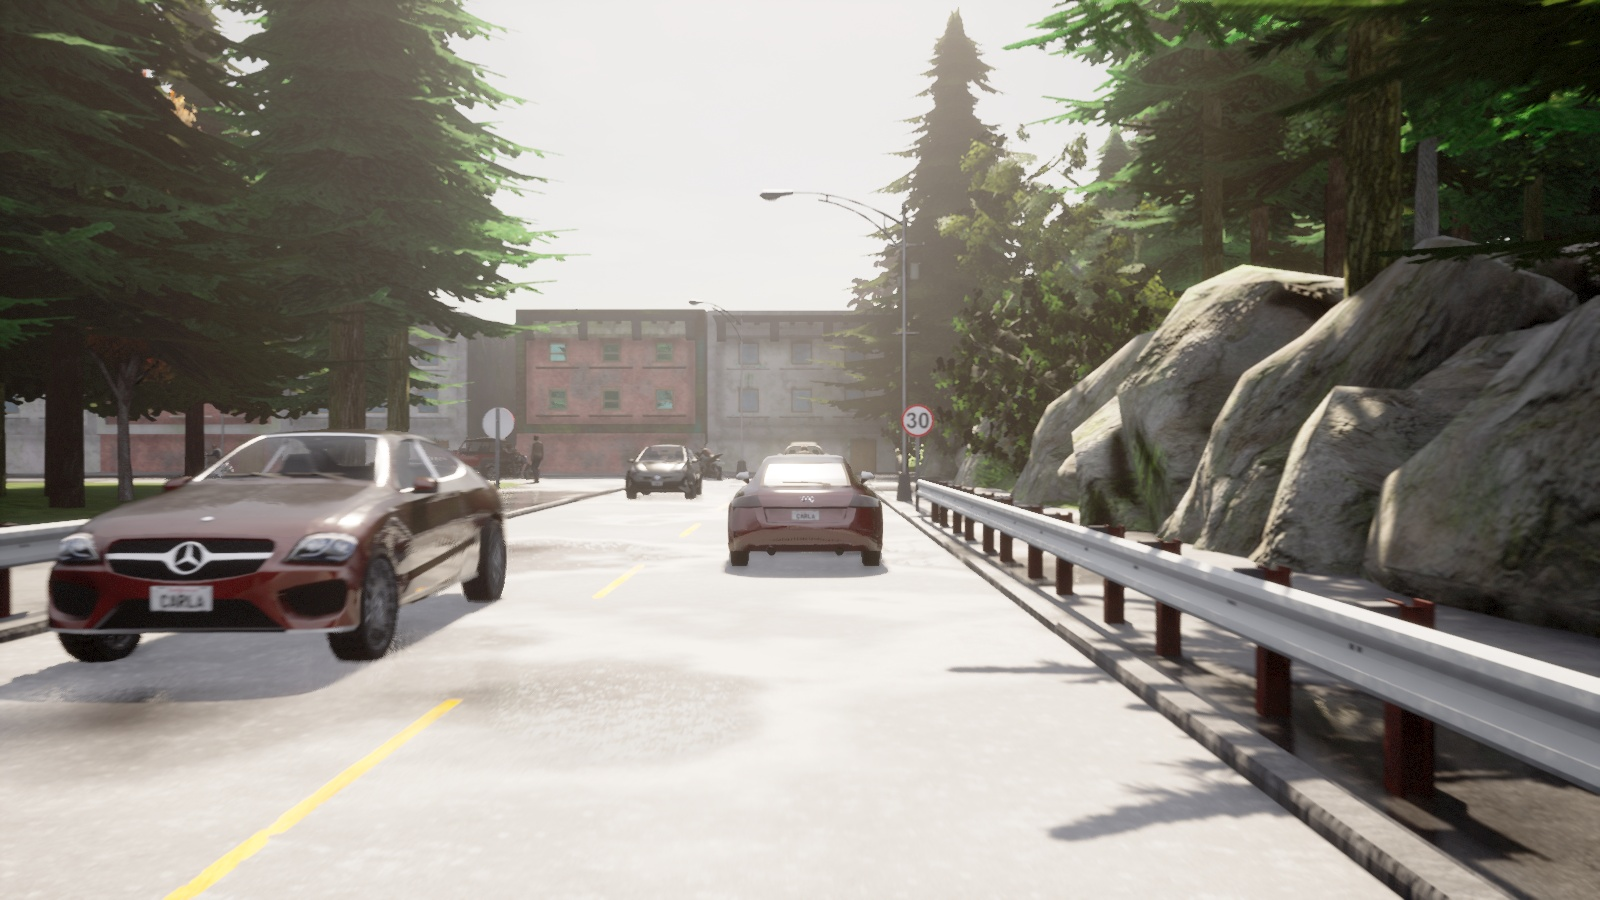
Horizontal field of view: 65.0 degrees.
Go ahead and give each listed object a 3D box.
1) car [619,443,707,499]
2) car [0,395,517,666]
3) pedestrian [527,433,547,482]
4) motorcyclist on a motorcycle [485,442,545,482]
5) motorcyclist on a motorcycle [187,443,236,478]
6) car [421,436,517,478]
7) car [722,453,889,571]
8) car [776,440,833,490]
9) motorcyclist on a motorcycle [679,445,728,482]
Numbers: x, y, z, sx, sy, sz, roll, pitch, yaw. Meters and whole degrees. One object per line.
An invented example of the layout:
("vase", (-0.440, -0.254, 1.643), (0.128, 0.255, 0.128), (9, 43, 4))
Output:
("car", (-3.863, 0.553, 36.121), (2.007, 1.525, 4.514), (0, 0, 0))
("car", (-3.948, 0.484, 10.194), (2.152, 1.651, 5.027), (0, 0, 0))
("pedestrian", (-9.792, 0.271, 46.713), (0.328, 1.805, 0.869), (0, 0, -44))
("motorcyclist on a motorcycle", (-12.012, 0.487, 52.953), (2.350, 1.649, 0.766), (0, 1, 2))
("motorcyclist on a motorcycle", (-26.771, 0.462, 57.109), (1.817, 1.590, 0.866), (0, 0, 1))
("car", (-14.995, 0.314, 57.012), (3.866, 1.878, 1.905), (0, 0, 1))
("car", (0.072, 0.746, 17.100), (1.994, 1.385, 4.181), (0, 0, 0))
("car", (0.129, 0.482, 42.981), (1.851, 1.617, 3.988), (0, 0, 0))
("motorcyclist on a motorcycle", (-4.170, 0.574, 54.312), (2.191, 1.530, 0.866), (0, 1, 45))
